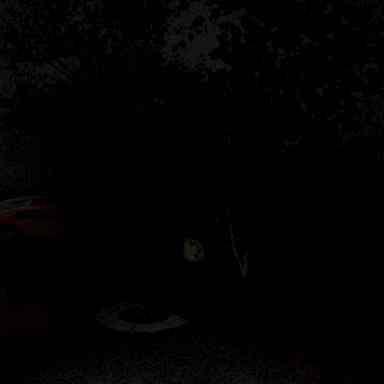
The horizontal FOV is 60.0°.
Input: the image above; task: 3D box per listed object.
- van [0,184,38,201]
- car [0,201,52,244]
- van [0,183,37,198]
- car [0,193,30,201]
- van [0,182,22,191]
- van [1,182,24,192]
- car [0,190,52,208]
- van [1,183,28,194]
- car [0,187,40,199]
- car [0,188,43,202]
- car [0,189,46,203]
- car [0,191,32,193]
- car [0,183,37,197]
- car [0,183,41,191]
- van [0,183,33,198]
[{"bbox_3d":[-21.700,0.016,41.463,4.442,1.987,1.878,1,1,-30],"label":"van"},{"bbox_3d":[-6.702,1.364,15.141,5.008,1.535,2.097,1,2,-30],"label":"car"},{"bbox_3d":[-24.239,-0.148,46.408,4.442,1.987,1.878,1,1,-30],"label":"van"},{"bbox_3d":[-8.030,1.133,17.567,4.553,1.767,2.185,1,2,-30],"label":"car"},{"bbox_3d":[-42.228,-1.218,77.742,4.442,1.987,1.878,1,1,-30],"label":"van"},{"bbox_3d":[-40.596,-1.129,75.331,4.442,1.987,1.878,1,1,-30],"label":"van"},{"bbox_3d":[-16.199,0.657,31.889,4.792,1.488,2.163,1,2,-30],"label":"car"},{"bbox_3d":[-33.842,-0.724,63.389,4.442,1.987,1.878,1,1,-30],"label":"van"},{"bbox_3d":[-22.979,0.158,43.947,5.008,1.535,2.097,1,1,-30],"label":"car"},{"bbox_3d":[-20.234,0.360,39.142,4.792,1.488,2.163,1,1,-30],"label":"car"},{"bbox_3d":[-18.936,0.450,36.845,4.792,1.488,2.163,1,2,-29],"label":"car"},{"bbox_3d":[-12.248,0.939,24.584,5.366,1.575,1.946,1,2,-30],"label":"car"},{"bbox_3d":[-27.090,-0.339,51.156,5.566,2.045,2.435,1,1,-30],"label":"car"},{"bbox_3d":[-14.778,0.483,29.501,5.566,2.045,2.435,1,2,-30],"label":"car"},{"bbox_3d":[-25.805,-0.233,48.703,4.442,1.987,1.878,1,1,-30],"label":"van"}]
